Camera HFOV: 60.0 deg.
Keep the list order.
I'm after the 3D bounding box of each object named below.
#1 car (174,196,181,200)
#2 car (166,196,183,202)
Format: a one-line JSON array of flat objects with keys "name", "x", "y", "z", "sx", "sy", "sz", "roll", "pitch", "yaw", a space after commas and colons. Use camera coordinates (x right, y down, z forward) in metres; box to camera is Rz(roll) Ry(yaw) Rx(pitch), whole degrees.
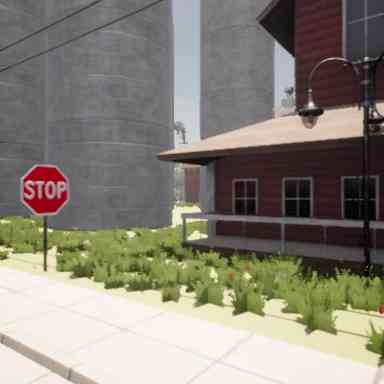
[{"name": "car", "x": -5.097, "y": 1.541, "z": 70.236, "sx": 1.837, "sy": 1.490, "sz": 4.892, "roll": 0, "pitch": 0, "yaw": 35}, {"name": "car", "x": -4.492, "y": 1.756, "z": 85.095, "sx": 4.193, "sy": 1.474, "sz": 1.816, "roll": 0, "pitch": 0, "yaw": 36}]
